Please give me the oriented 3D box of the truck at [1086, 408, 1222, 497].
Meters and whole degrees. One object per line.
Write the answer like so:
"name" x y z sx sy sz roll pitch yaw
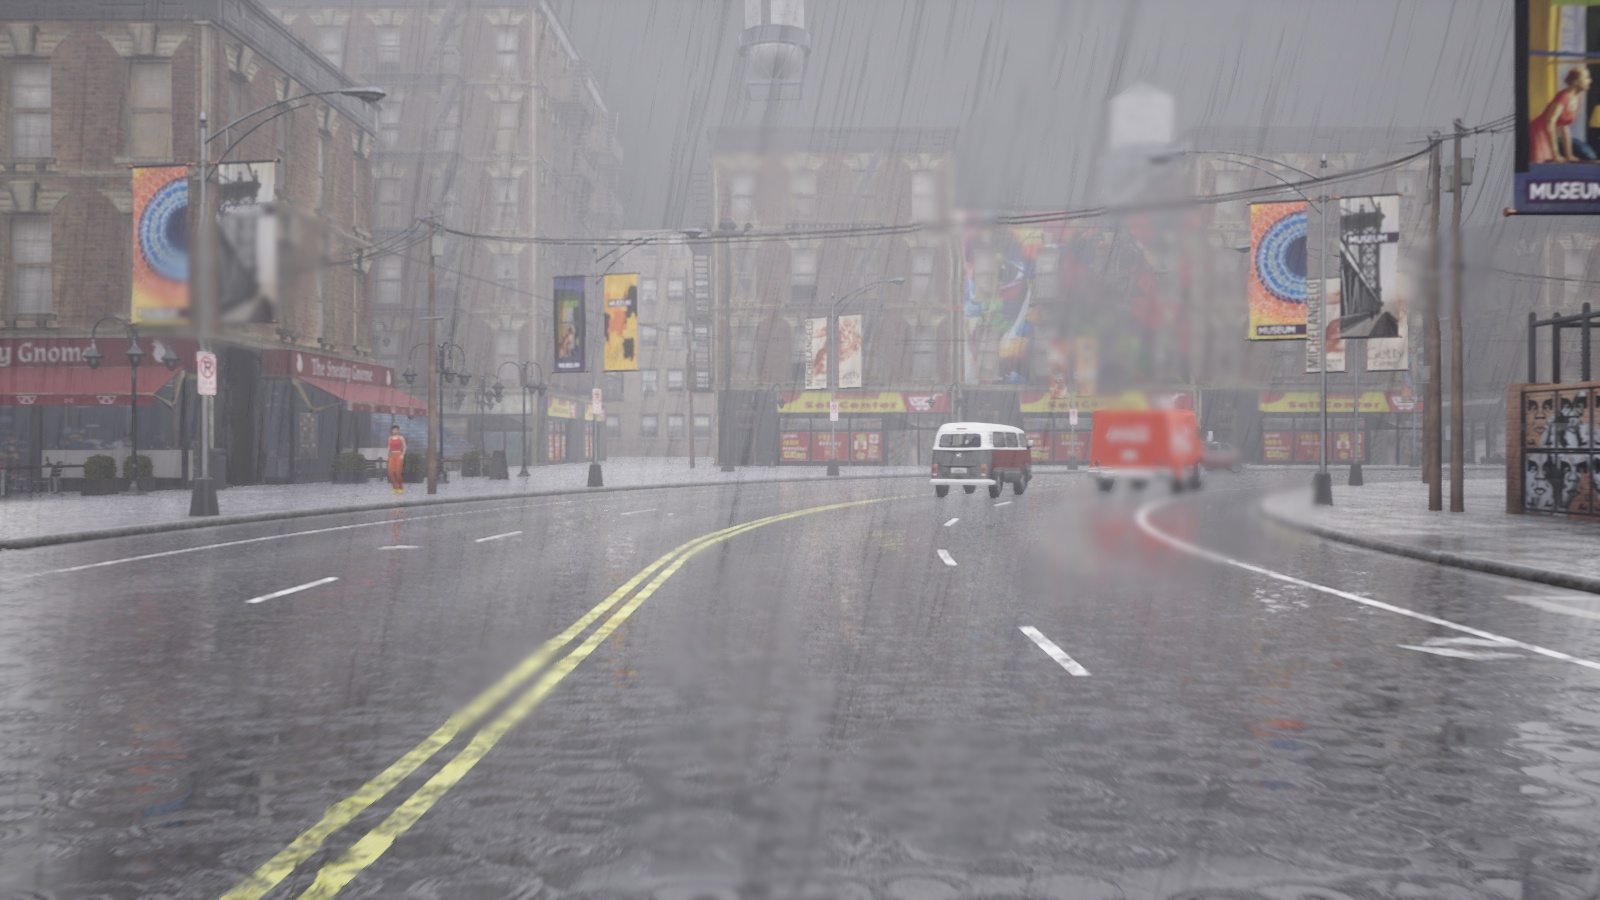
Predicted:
"truck" 10.764 0.055 37.898 2.627 2.467 5.204 0 0 32

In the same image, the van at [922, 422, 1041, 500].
"van" 5.166 0.276 35.165 2.069 2.038 4.480 0 0 25

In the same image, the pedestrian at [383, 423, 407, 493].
"pedestrian" -10.645 0.209 33.023 0.345 1.836 0.594 0 0 14

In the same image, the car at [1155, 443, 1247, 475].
"car" 18.829 0.395 58.992 3.806 1.475 1.970 0 0 -25
